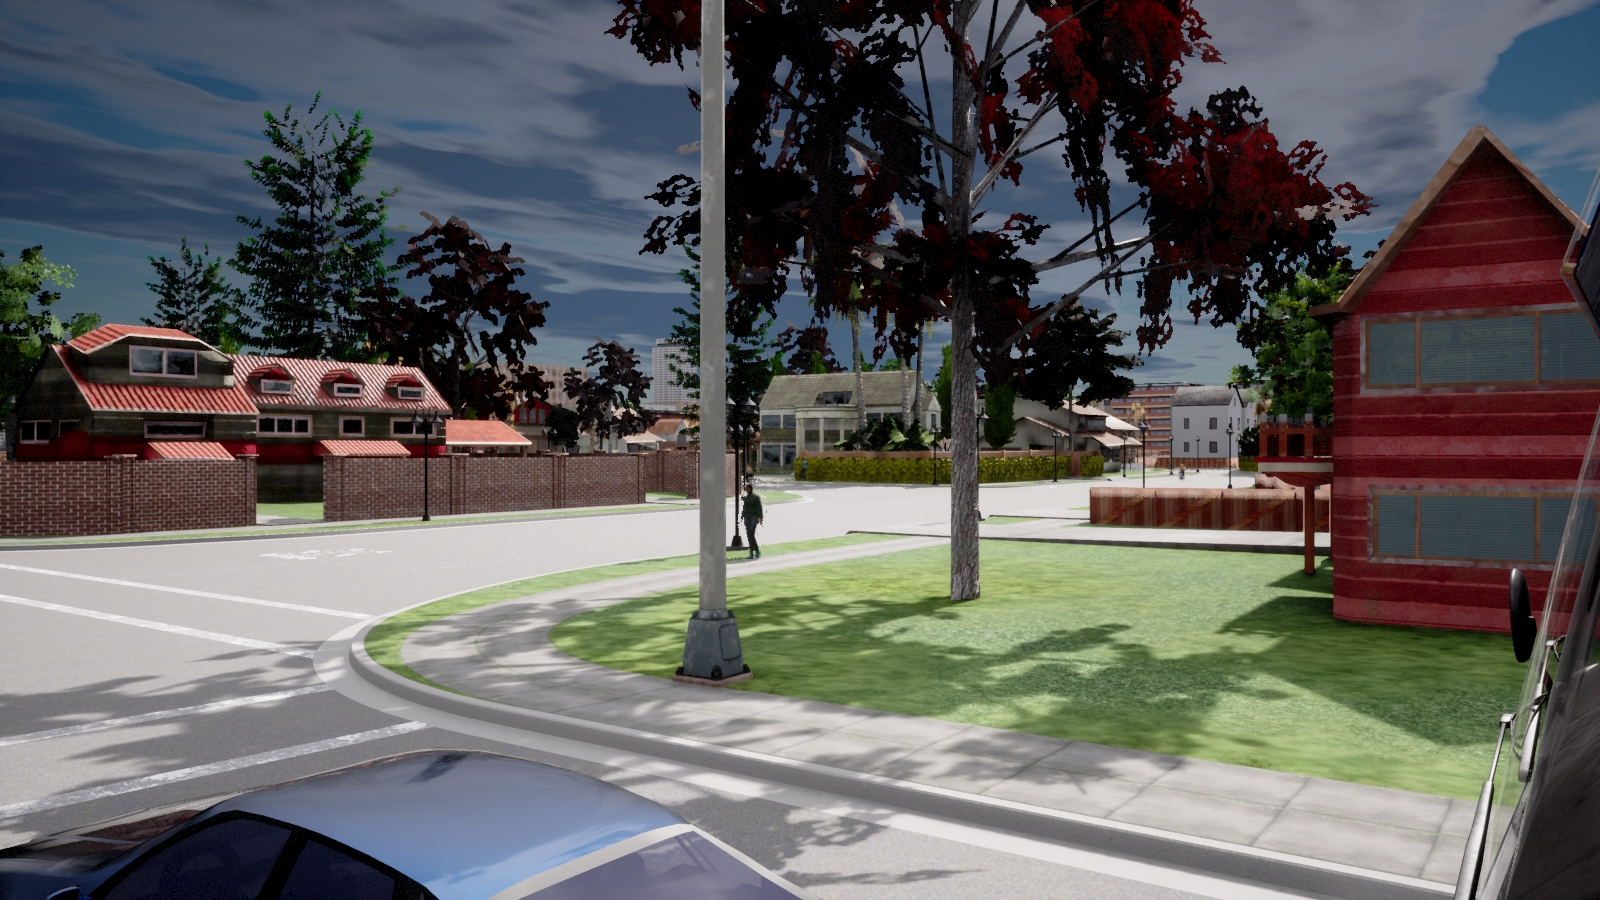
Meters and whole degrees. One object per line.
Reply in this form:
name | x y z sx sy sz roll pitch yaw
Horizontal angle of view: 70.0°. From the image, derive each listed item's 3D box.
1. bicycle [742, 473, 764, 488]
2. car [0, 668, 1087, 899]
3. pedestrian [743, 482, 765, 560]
bicycle | -3.457 2.256 83.969 0.859 1.080 1.487 0 0 34
car | -1.713 2.106 4.943 5.357 1.411 2.033 0 0 36
pedestrian | -1.109 1.704 27.675 0.375 1.860 0.375 0 0 35
